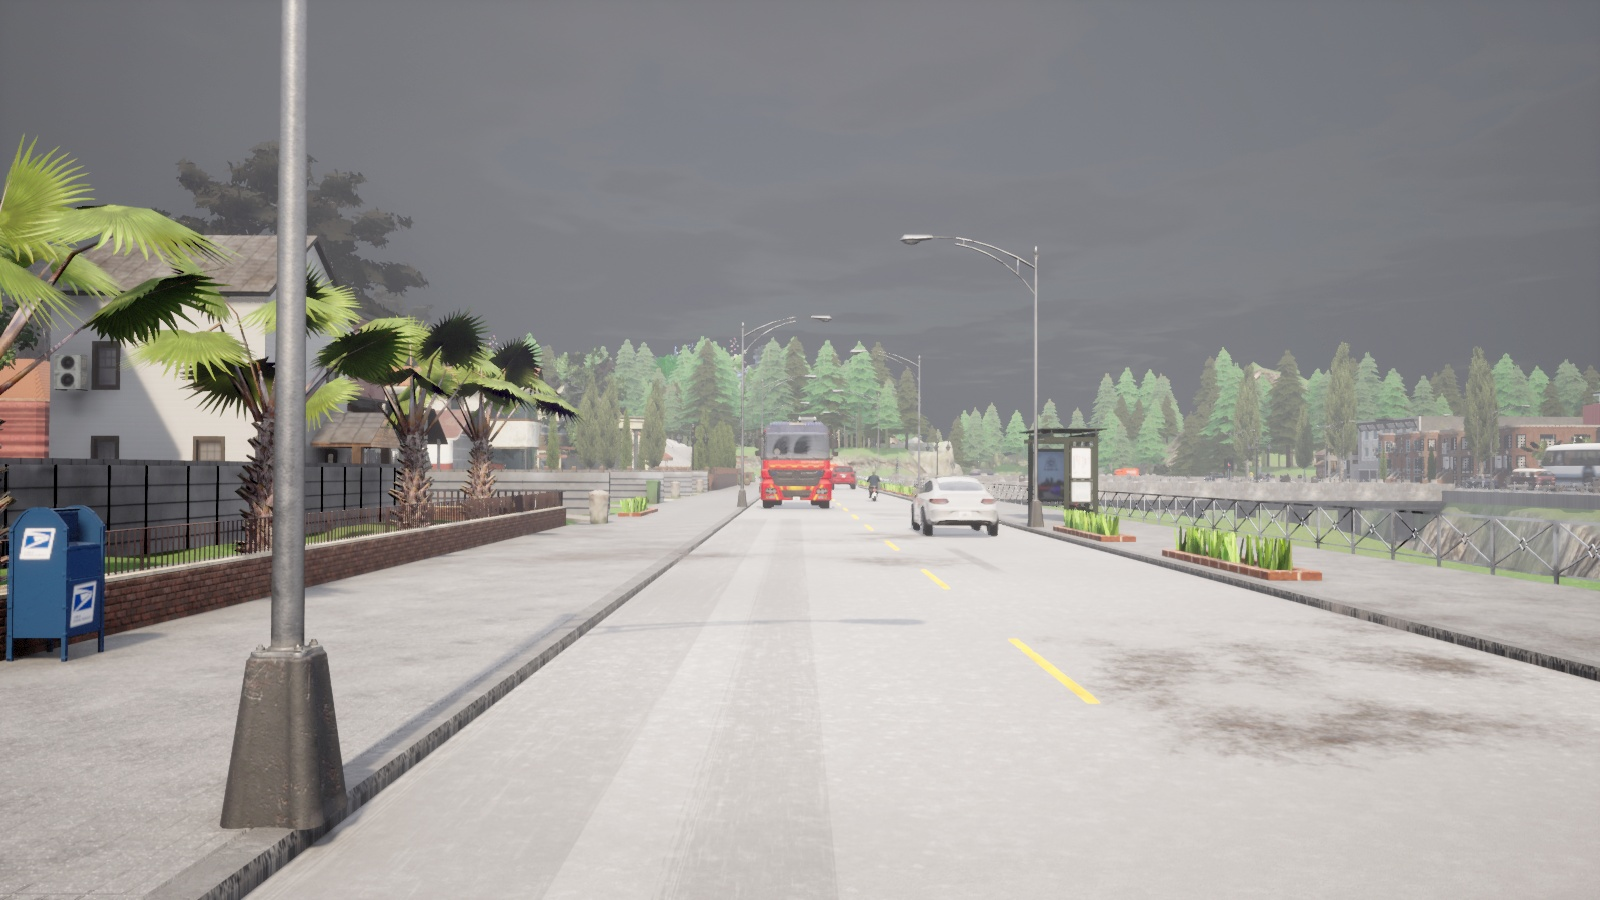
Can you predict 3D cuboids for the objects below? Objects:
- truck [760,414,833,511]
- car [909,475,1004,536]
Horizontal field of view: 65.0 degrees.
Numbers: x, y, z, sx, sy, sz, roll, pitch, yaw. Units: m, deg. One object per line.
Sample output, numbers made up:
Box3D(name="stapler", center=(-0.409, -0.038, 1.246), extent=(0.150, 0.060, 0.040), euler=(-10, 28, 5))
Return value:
Box3D(name="truck", center=(-0.142, 0.556, 54.076), extent=(2.891, 3.827, 8.468), euler=(0, -1, 0))
Box3D(name="car", center=(3.919, 1.363, 32.140), extent=(1.812, 1.442, 4.674), euler=(0, -1, 0))
